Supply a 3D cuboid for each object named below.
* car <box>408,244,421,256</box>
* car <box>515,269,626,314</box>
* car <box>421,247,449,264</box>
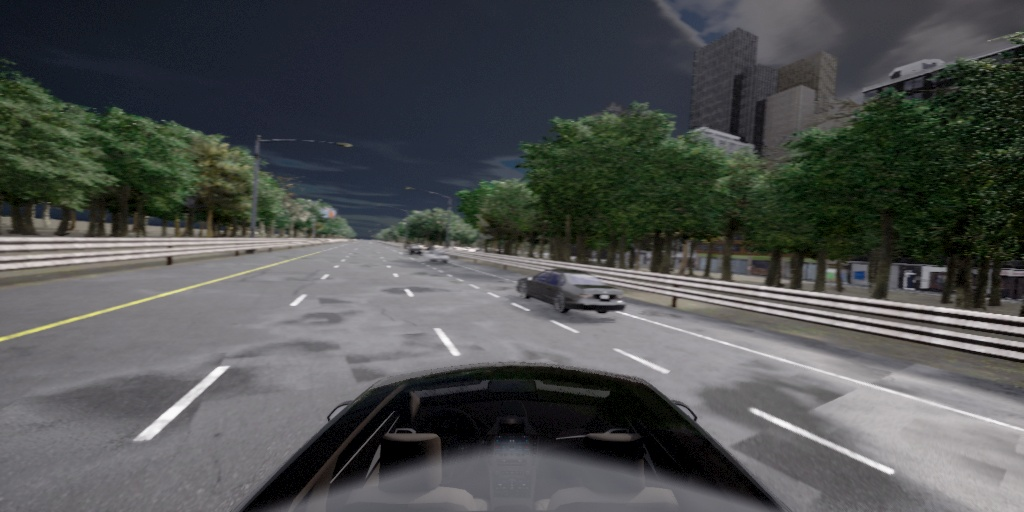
[{"bbox_3d":[-15.187,-0.892,56.081,1.882,1.535,5.008,3,1,-21],"label":"car"},{"bbox_3d":[1.931,1.208,13.462,2.033,1.411,5.357,4,1,-22],"label":"car"},{"bbox_3d":[-8.164,0.065,38.538,1.895,1.301,4.718,4,1,-22],"label":"car"}]
